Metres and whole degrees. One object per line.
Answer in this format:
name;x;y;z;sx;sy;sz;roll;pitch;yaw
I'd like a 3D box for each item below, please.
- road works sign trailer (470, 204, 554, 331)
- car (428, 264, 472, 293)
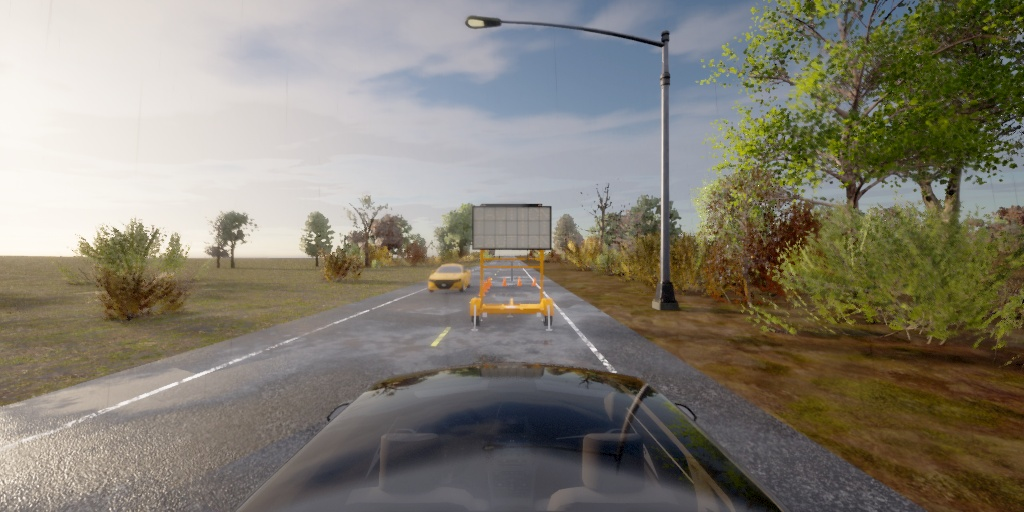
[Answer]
road works sign trailer;-0.003;0.214;10.994;2.380;3.560;2.880;0;0;0
car;-3.506;1.223;20.922;1.882;1.535;5.008;0;0;0
